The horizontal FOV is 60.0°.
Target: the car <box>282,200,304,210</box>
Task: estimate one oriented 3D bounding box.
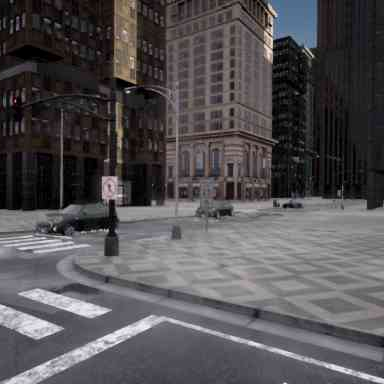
[{"bbox_3d":[14.774,1.871,48.570,1.895,1.301,4.718,1,0,36],"label":"car"}]

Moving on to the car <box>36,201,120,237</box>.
[{"bbox_3d":[-6.329,1.415,18.832,2.097,1.767,4.553,1,0,35],"label":"car"}]

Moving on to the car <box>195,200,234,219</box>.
[{"bbox_3d":[2.160,1.508,30.904,2.097,1.767,4.553,1,0,32],"label":"car"}]
